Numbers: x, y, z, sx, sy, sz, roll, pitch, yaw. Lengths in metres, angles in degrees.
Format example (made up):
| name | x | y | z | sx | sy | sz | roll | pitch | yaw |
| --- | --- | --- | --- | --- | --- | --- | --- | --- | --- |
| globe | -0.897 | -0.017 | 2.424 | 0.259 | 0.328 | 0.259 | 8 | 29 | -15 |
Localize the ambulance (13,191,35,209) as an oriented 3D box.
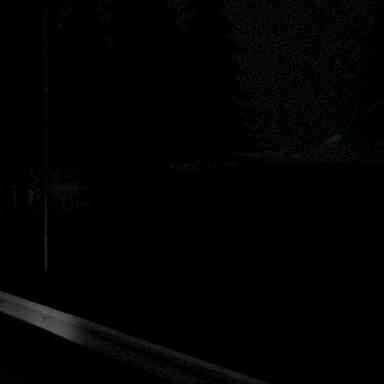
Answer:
| name | x | y | z | sx | sy | sz | roll | pitch | yaw |
| --- | --- | --- | --- | --- | --- | --- | --- | --- | --- |
| ambulance | -20.111 | 1.063 | 38.286 | 2.351 | 2.431 | 6.366 | 0 | 0 | 35 |
